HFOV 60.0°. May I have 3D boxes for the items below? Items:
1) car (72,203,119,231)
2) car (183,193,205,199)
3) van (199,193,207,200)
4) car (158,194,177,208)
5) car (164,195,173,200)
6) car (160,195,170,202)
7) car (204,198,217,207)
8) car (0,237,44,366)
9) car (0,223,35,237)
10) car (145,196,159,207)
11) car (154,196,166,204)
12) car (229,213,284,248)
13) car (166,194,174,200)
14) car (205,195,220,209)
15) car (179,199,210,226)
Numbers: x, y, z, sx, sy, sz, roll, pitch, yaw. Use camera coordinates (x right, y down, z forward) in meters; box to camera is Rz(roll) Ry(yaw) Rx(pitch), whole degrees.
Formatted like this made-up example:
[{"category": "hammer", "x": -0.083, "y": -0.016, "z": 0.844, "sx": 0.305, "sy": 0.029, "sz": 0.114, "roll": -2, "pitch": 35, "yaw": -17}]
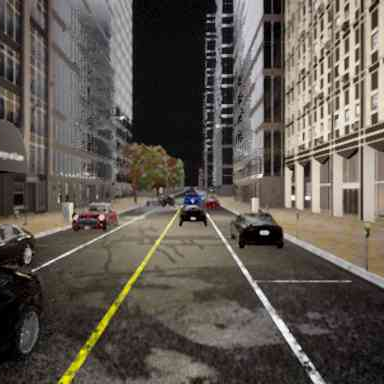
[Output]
[{"category": "car", "x": -5.704, "y": 1.409, "z": 20.062, "sx": 1.967, "sy": 1.590, "sz": 4.097, "roll": 0, "pitch": 0, "yaw": 0}, {"category": "car", "x": 0.075, "y": 1.158, "z": 40.125, "sx": 2.150, "sy": 2.045, "sz": 5.566, "roll": 0, "pitch": 0, "yaw": 0}, {"category": "van", "x": 2.719, "y": 1.115, "z": 82.758, "sx": 1.690, "sy": 1.788, "sz": 3.998, "roll": 0, "pitch": 0, "yaw": 0}, {"category": "car", "x": -3.118, "y": 1.429, "z": 45.346, "sx": 1.837, "sy": 1.490, "sz": 4.892, "roll": 0, "pitch": 0, "yaw": 0}, {"category": "car", "x": -5.825, "y": 1.340, "z": 82.752, "sx": 1.947, "sy": 1.339, "sz": 4.313, "roll": 0, "pitch": 0, "yaw": 0}, {"category": "car", "x": -5.737, "y": 1.408, "z": 71.356, "sx": 1.947, "sy": 1.339, "sz": 4.313, "roll": 0, "pitch": 0, "yaw": 0}, {"category": "car", "x": 2.657, "y": 1.501, "z": 48.556, "sx": 1.802, "sy": 1.307, "sz": 4.206, "roll": 0, "pitch": 0, "yaw": 0}, {"category": "car", "x": -3.100, "y": 1.522, "z": 3.223, "sx": 1.812, "sy": 1.442, "sz": 4.674, "roll": 0, "pitch": 0, "yaw": 0}, {"category": "car", "x": -5.697, "y": 1.539, "z": 8.664, "sx": 2.008, "sy": 1.369, "sz": 4.403, "roll": 0, "pitch": 0, "yaw": 0}, {"category": "car", "x": -5.724, "y": 1.470, "z": 48.551, "sx": 2.008, "sy": 1.369, "sz": 4.403, "roll": 0, "pitch": 0, "yaw": 0}, {"category": "car", "x": -5.731, "y": 1.437, "z": 59.952, "sx": 1.887, "sy": 1.381, "sz": 4.507, "roll": 0, "pitch": 0, "yaw": 0}, {"category": "car", "x": 2.680, "y": 1.544, "z": 14.369, "sx": 1.947, "sy": 1.339, "sz": 4.313, "roll": 0, "pitch": 0, "yaw": 0}, {"category": "car", "x": -5.878, "y": 1.254, "z": 89.986, "sx": 1.752, "sy": 1.417, "sz": 4.829, "roll": 0, "pitch": 0, "yaw": 0}, {"category": "car", "x": 2.661, "y": 1.474, "z": 42.858, "sx": 1.887, "sy": 1.381, "sz": 4.507, "roll": 0, "pitch": 0, "yaw": 0}, {"category": "car", "x": 0.079, "y": 1.489, "z": 23.078, "sx": 1.812, "sy": 1.442, "sz": 4.674, "roll": 0, "pitch": 0, "yaw": 0}]
